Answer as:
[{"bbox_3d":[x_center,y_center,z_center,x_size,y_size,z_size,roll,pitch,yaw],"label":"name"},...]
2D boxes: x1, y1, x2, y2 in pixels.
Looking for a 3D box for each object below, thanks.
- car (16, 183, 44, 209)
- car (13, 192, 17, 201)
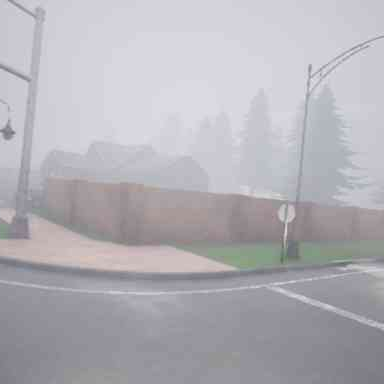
[{"bbox_3d":[-9.957,0.350,24.493,4.605,1.855,1.932,6,0,-38],"label":"car"},{"bbox_3d":[-11.814,0.187,26.224,3.866,1.878,1.905,6,0,-38],"label":"car"}]
